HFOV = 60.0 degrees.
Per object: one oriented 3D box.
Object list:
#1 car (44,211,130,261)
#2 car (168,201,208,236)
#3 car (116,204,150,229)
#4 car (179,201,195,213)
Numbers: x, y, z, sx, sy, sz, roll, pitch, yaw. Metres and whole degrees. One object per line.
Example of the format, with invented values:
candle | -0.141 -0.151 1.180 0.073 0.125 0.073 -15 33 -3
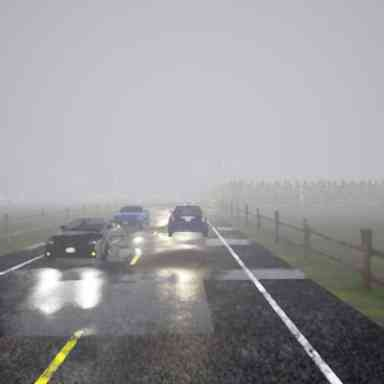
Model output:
car | -3.794 1.635 12.397 1.994 1.385 4.181 0 0 0
car | -0.238 1.434 18.965 2.097 1.767 4.553 0 0 -1
car | -3.988 1.594 22.540 1.882 1.535 5.008 0 0 -1
car | -0.659 1.791 41.832 1.895 1.301 4.718 0 0 -1
